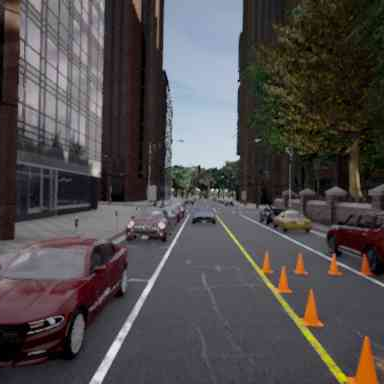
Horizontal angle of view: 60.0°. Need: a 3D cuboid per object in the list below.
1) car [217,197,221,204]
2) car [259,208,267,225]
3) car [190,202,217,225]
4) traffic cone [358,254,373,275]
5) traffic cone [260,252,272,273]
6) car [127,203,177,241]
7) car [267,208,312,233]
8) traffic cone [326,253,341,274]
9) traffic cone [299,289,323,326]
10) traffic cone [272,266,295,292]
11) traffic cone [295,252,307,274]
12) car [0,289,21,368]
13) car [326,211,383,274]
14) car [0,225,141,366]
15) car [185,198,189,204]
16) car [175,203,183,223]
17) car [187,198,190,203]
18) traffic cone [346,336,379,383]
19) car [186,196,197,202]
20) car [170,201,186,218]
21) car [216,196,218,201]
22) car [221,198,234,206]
[{"bbox_3d":[8.212,2.449,86.794,2.008,1.369,4.403,1,0,1],"label":"car"},{"bbox_3d":[6.731,1.937,27.620,1.947,1.339,4.313,1,0,1],"label":"car"},{"bbox_3d":[0.941,1.781,26.516,2.033,1.411,5.357,1,0,1],"label":"car"},{"bbox_3d":[5.167,2.135,9.913,0.340,0.580,0.340,-4,0,-5],"label":"traffic cone"},{"bbox_3d":[2.244,2.086,9.989,0.340,0.580,0.340,1,0,1],"label":"traffic cone"},{"bbox_3d":[-2.060,1.530,16.923,1.967,1.590,4.097,1,0,1],"label":"car"},{"bbox_3d":[6.599,1.851,22.335,1.752,1.417,4.829,1,0,1],"label":"car"},{"bbox_3d":[4.242,2.130,9.939,0.340,0.580,0.340,1,0,1],"label":"traffic cone"},{"bbox_3d":[2.143,2.051,5.991,0.340,0.580,0.340,1,0,1],"label":"traffic cone"},{"bbox_3d":[2.193,2.068,7.990,0.340,0.580,0.340,1,0,1],"label":"traffic cone"},{"bbox_3d":[3.243,2.108,9.964,0.340,0.580,0.340,1,0,1],"label":"traffic cone"},{"bbox_3d":[-2.472,1.495,0.557,1.887,1.381,4.507,1,0,1],"label":"car"},{"bbox_3d":[6.327,1.546,11.258,2.192,1.841,5.009,1,0,1],"label":"car"},{"bbox_3d":[-2.335,1.541,6.012,1.887,1.381,4.507,1,0,1],"label":"car"},{"bbox_3d":[-1.650,1.671,33.289,1.967,1.590,4.097,1,0,1],"label":"car"},{"bbox_3d":[-1.926,1.687,22.378,2.008,1.369,4.403,1,0,1],"label":"car"},{"bbox_3d":[-1.520,1.802,38.573,1.752,1.417,4.829,1,0,1],"label":"car"},{"bbox_3d":[2.093,2.034,3.991,0.340,0.580,0.340,1,0,1],"label":"traffic cone"},{"bbox_3d":[-0.576,1.927,76.139,2.192,1.841,5.009,1,0,1],"label":"car"},{"bbox_3d":[-1.789,1.728,27.833,1.887,1.381,4.507,1,0,1],"label":"car"},{"bbox_3d":[8.348,2.493,92.230,1.887,1.381,4.507,1,-1,1],"label":"car"},{"bbox_3d":[7.806,2.190,70.488,1.967,1.590,4.097,1,0,1],"label":"car"}]
